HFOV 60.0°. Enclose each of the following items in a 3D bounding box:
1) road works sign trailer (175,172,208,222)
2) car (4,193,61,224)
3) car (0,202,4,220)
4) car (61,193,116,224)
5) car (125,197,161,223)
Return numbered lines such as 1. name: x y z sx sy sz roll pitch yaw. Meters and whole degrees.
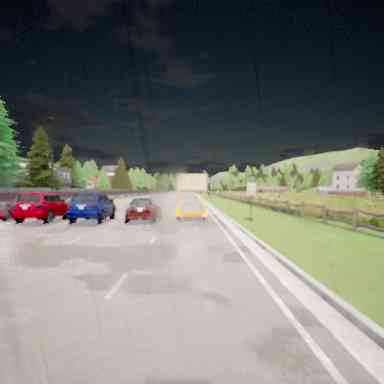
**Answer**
1. road works sign trailer: -0.002 0.312 24.795 2.380 3.560 2.880 0 0 0
2. car: -10.402 1.078 23.362 2.150 2.045 5.566 0 0 0
3. car: -13.903 1.410 24.927 1.994 1.385 4.181 0 0 0
4. car: -6.903 1.078 23.367 2.150 2.045 5.566 0 0 0
5. car: -3.403 1.205 23.871 2.097 1.767 4.553 0 0 0
